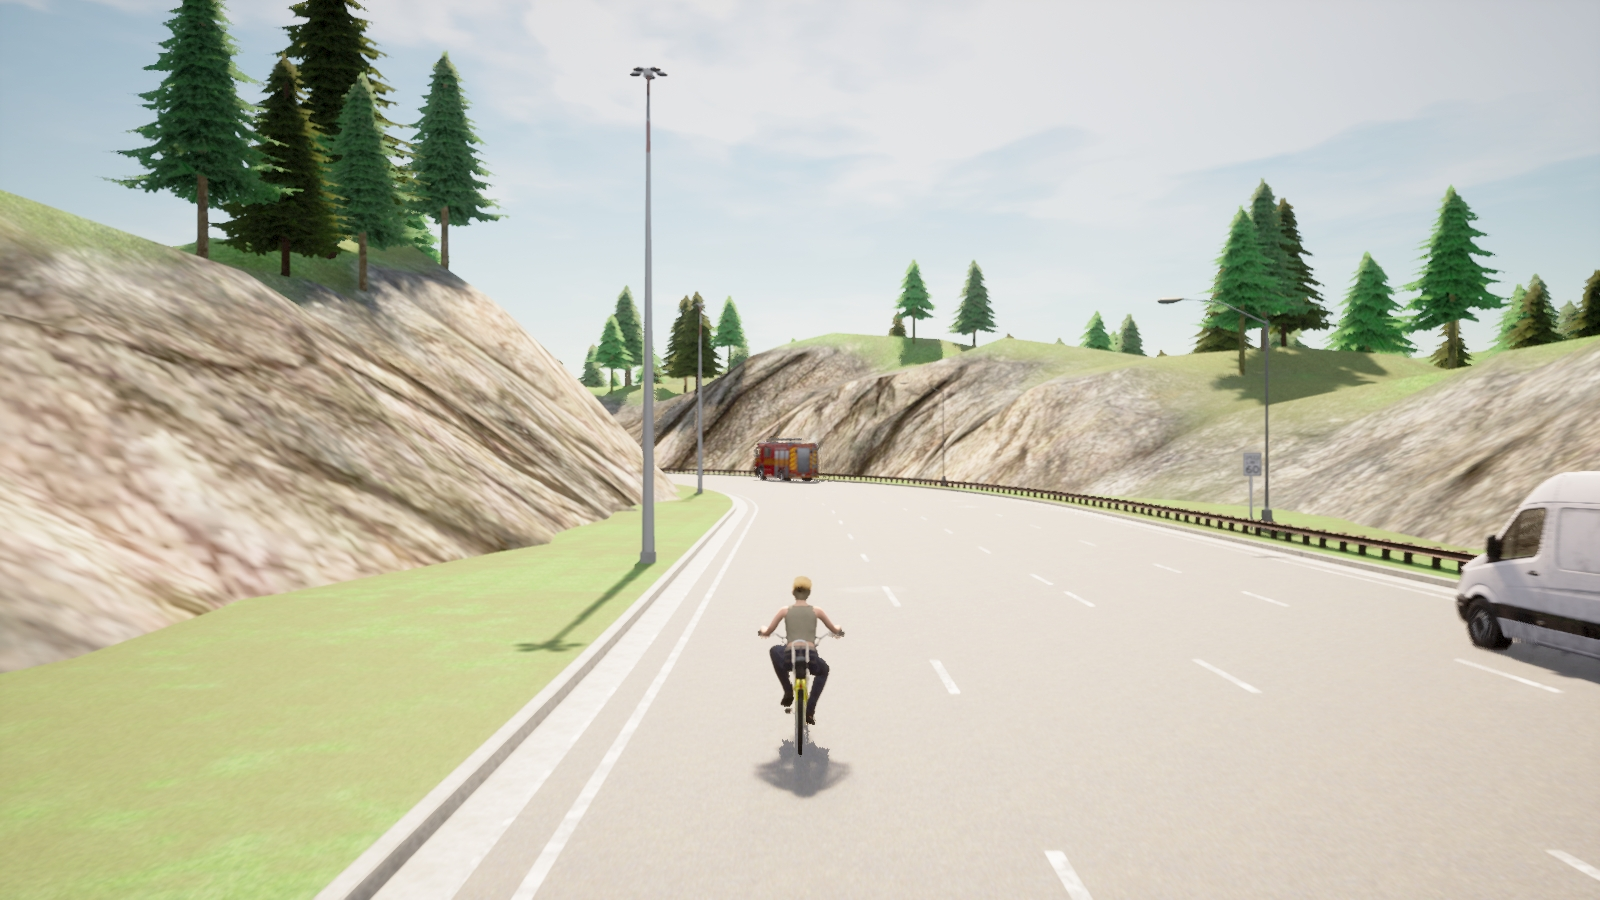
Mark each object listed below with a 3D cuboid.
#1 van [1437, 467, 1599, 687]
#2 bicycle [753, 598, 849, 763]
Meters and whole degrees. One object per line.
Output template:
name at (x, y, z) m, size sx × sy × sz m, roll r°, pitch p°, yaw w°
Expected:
van at (10.512, 1.534, 14.093) m, size 1.988 × 2.561 × 5.915 m, roll 0°, pitch 0°, yaw 0°
bicycle at (0.011, 2.158, 10.949) m, size 0.859 × 1.276 × 1.487 m, roll 0°, pitch 0°, yaw 0°
